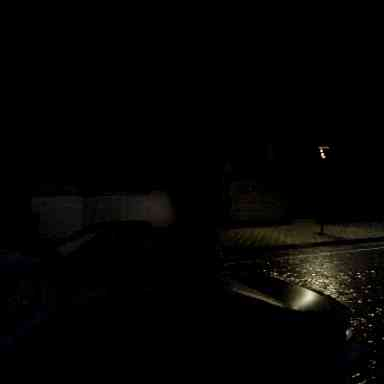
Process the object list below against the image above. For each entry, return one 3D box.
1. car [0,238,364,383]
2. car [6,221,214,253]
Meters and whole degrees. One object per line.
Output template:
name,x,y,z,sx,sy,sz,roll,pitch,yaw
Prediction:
car,-0.870,1.436,3.076,5.357,1.411,2.033,0,2,-25
car,-1.562,1.312,6.345,4.674,1.442,1.812,0,2,-25
